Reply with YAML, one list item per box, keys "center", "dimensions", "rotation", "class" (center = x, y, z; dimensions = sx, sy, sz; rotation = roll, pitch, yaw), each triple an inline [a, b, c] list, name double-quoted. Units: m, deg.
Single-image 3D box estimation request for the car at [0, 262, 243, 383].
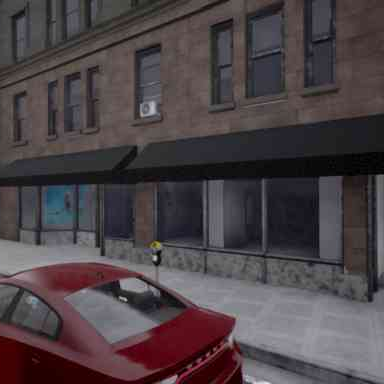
- center: [-1.607, 1.546, 3.996]
  dimensions: [4.507, 1.381, 1.887]
  rotation: [0, 0, 35]
  class: "car"
